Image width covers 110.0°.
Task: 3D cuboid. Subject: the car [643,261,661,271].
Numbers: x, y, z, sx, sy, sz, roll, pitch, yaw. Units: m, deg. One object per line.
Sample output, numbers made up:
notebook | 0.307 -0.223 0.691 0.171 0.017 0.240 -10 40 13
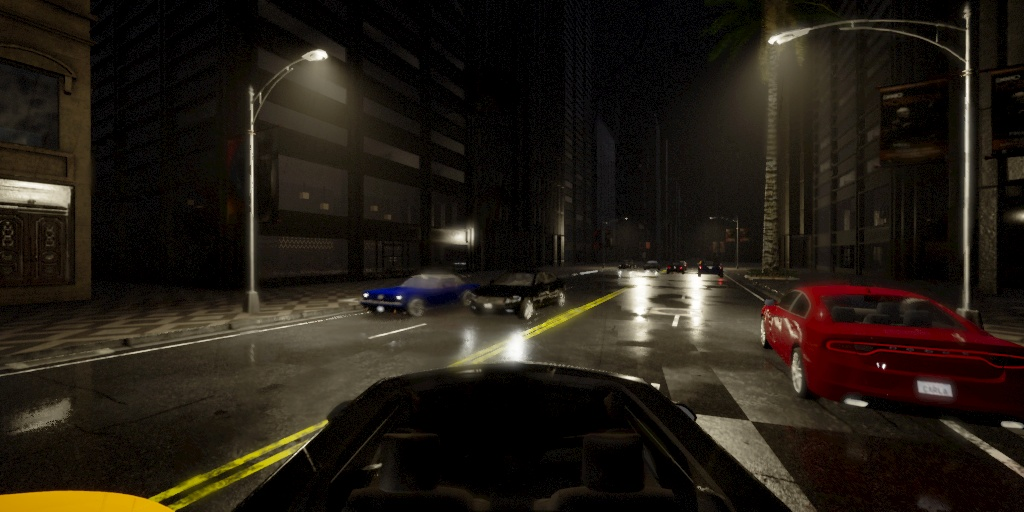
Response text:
car | 19.822 1.342 50.580 1.994 1.385 4.181 0 0 27

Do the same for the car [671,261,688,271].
car | 23.553 1.380 50.306 1.895 1.301 4.718 0 0 27

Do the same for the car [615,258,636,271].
car | 16.471 1.282 51.176 1.837 1.490 4.892 0 0 27

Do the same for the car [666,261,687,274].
car | 18.662 1.317 40.809 2.033 1.411 5.357 0 0 27

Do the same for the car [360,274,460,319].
car | -3.105 1.351 13.173 1.895 1.301 4.718 0 0 27

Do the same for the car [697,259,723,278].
car | 19.301 1.117 34.987 2.097 1.767 4.553 0 0 27

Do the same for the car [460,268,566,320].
car | 0.434 1.228 12.972 1.882 1.535 5.008 0 0 27

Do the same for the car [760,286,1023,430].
car | 5.516 1.228 5.915 1.882 1.535 5.008 0 0 27
